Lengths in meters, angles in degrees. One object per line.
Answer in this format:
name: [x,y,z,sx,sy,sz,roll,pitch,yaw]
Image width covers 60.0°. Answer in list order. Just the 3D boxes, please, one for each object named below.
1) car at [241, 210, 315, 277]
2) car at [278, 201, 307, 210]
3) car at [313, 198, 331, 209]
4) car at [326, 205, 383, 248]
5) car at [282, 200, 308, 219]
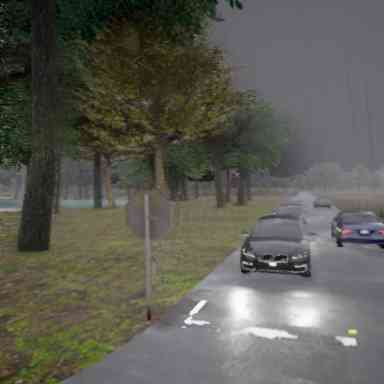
car: [2.777,1.534,10.545,1.837,1.490,4.892,-1,0,19]
car: [5.938,1.501,19.923,1.837,1.490,4.892,-1,0,19]
car: [16.953,1.401,43.374,1.994,1.385,4.181,-1,0,19]
car: [7.196,1.509,14.602,2.033,1.411,5.357,-1,0,20]
car: [9.254,1.503,29.738,2.033,1.411,5.357,-1,0,19]
